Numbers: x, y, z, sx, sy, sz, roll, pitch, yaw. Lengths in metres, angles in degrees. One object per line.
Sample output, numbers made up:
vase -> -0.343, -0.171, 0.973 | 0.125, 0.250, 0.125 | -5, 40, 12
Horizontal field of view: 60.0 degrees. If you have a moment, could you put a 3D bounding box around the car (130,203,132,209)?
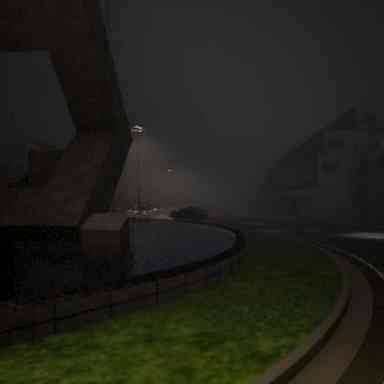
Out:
car -> -11.648, 2.751, 70.318 | 2.097, 1.767, 4.553 | 0, -1, 5

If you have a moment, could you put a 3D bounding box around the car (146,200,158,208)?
car -> -10.211, 3.036, 85.233 | 2.097, 1.767, 4.553 | 0, -1, 5

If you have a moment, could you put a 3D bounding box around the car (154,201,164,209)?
car -> -7.957, 2.974, 72.129 | 1.994, 1.385, 4.181 | 0, -1, 5

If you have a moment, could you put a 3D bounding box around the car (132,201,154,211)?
car -> -9.035, 2.572, 61.609 | 2.097, 1.767, 4.553 | 0, -1, 7

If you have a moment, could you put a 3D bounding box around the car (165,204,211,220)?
car -> -0.374, 2.259, 35.589 | 4.181, 1.385, 1.994 | -1, -1, 32

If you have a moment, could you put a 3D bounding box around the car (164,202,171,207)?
car -> -6.564, 3.222, 86.591 | 2.128, 1.511, 4.902 | 0, -1, 5

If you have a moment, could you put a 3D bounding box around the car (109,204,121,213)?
car -> -13.431, 2.652, 55.069 | 2.033, 1.411, 5.357 | 0, -1, 10
